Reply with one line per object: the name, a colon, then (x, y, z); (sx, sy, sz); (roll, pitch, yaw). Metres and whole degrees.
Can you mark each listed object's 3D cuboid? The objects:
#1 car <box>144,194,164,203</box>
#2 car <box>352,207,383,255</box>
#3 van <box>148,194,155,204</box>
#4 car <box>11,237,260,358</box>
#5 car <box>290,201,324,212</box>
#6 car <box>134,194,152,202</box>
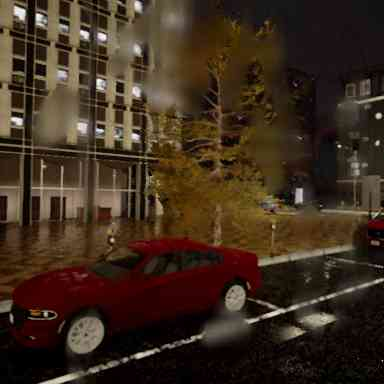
car: (-8.442, 1.395, 74.301); (2.192, 1.841, 5.009); (2, -1, -36)
car: (8.085, 1.381, 12.424); (5.009, 1.841, 2.192); (0, 1, -36)
van: (-5.382, 1.265, 55.693); (1.690, 1.788, 3.998); (2, -1, -36)
car: (-0.729, 1.558, 6.030); (4.507, 1.381, 1.887); (0, 1, -36)
car: (14.564, 1.746, 42.294); (1.947, 1.339, 4.313); (2, -1, -36)
car: (-11.730, 1.383, 78.873); (2.192, 1.841, 5.009); (2, -1, -36)
